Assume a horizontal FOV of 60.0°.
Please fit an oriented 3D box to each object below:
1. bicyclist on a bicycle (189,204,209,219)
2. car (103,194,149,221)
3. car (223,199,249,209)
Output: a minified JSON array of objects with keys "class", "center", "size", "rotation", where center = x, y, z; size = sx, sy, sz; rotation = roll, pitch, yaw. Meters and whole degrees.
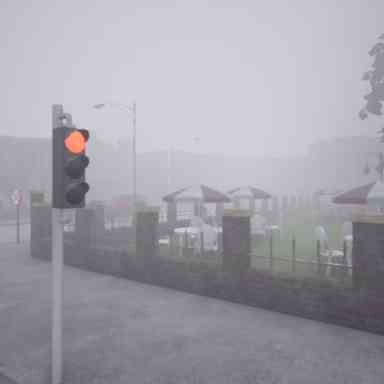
[{"class":"bicyclist on a bicycle","center":[0.478,1.331,21.583],"size":[1.656,1.620,0.582],"rotation":[0,0,35]},{"class":"car","center":[-5.853,1.206,27.184],"size":[2.150,2.045,5.566],"rotation":[0,0,35]},{"class":"car","center":[5.664,1.205,43.477],"size":[2.150,2.045,5.566],"rotation":[-1,-1,44]}]
